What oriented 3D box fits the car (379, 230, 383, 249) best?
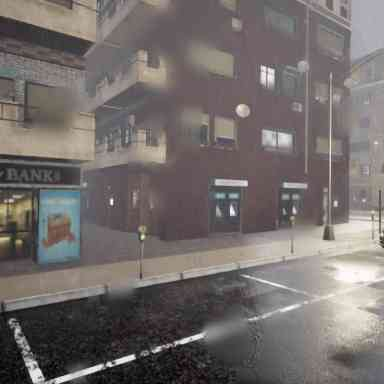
[{"bbox_3d":[9.077,1.554,13.107,4.403,1.369,2.008,0,1,-35],"label":"car"}]
